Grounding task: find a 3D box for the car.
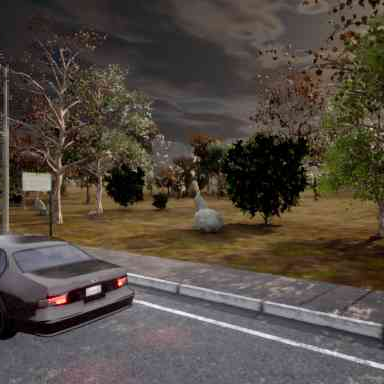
[{"bbox_3d":[-3.542,1.547,6.530,5.357,1.411,2.033,0,0,36],"label":"car"}]
